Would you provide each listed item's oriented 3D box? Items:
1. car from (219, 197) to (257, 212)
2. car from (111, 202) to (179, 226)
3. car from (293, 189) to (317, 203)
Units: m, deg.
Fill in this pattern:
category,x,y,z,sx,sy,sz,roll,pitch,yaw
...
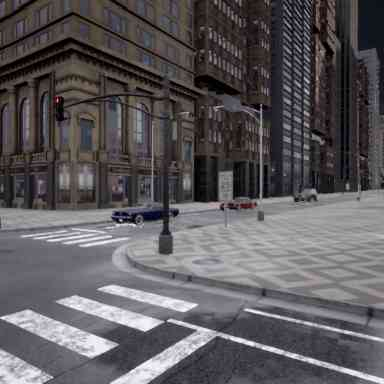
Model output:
category,x,y,z,sx,sy,sz,roll,pitch,yaw
car,4.476,1.179,32.050,1.895,1.301,4.718,0,1,35
car,-2.960,1.351,21.619,1.895,1.301,4.718,0,1,36
car,16.920,0.522,49.370,2.150,2.045,5.566,0,1,36
